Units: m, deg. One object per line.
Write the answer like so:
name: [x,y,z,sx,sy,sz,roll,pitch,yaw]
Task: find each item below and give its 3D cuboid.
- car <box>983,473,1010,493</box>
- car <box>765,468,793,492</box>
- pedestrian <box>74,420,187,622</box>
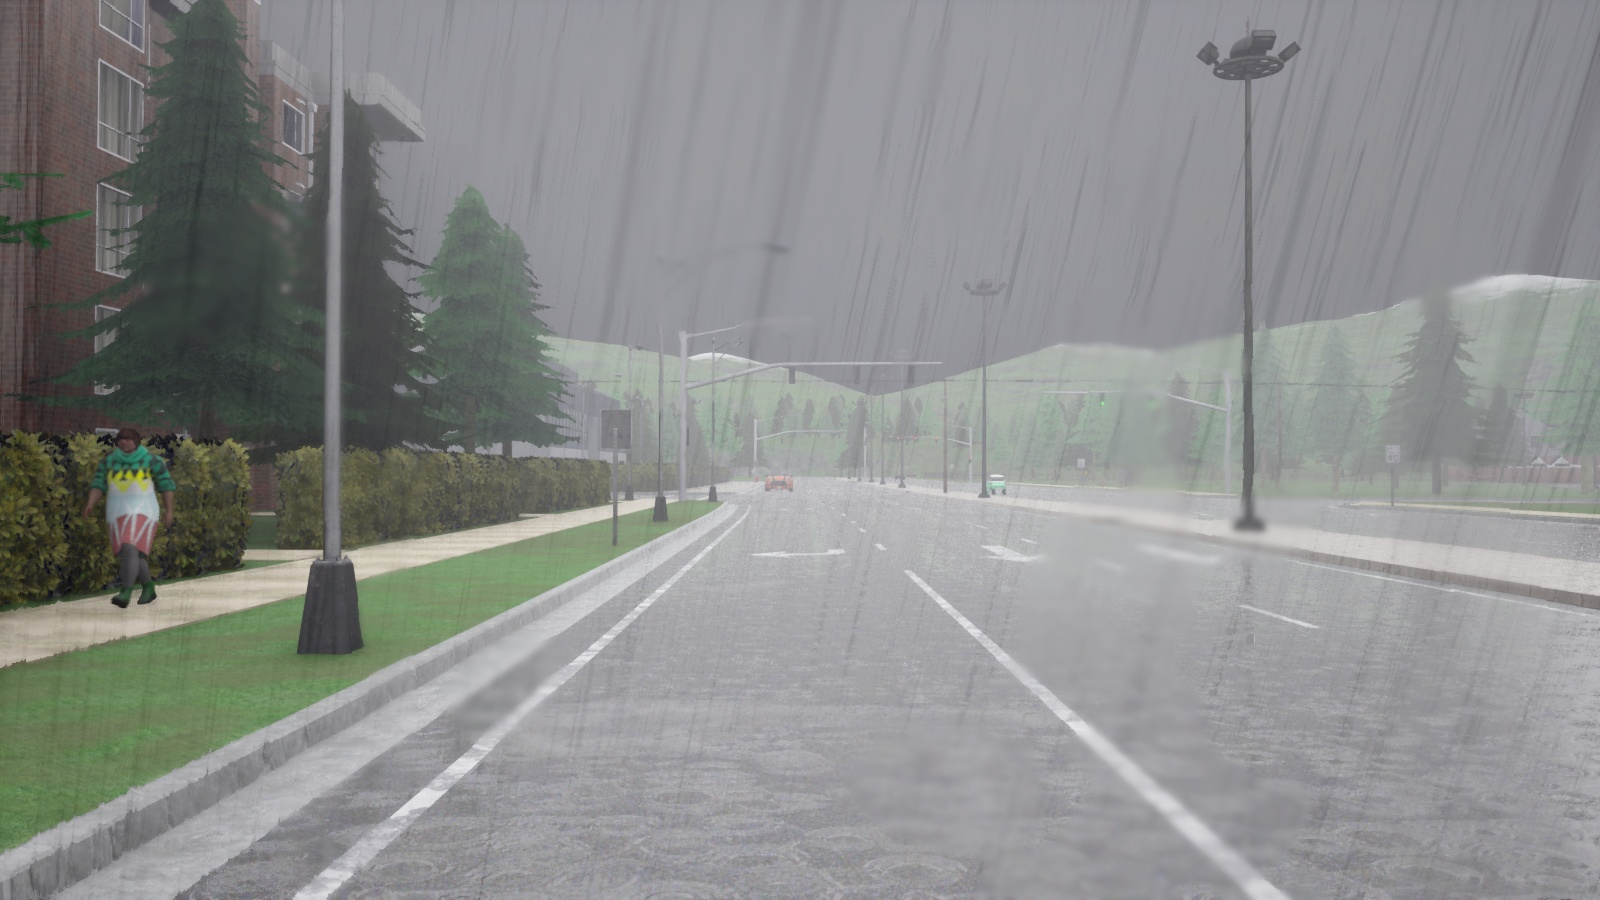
car: [13.476,2.259,86.206,1.481,1.376,2.207,0,-1,-1]
car: [-1.578,2.294,96.407,2.097,1.767,4.553,0,-1,0]
pedestrian: [-6.694,0.691,12.592,0.659,1.952,0.873,0,-1,0]
